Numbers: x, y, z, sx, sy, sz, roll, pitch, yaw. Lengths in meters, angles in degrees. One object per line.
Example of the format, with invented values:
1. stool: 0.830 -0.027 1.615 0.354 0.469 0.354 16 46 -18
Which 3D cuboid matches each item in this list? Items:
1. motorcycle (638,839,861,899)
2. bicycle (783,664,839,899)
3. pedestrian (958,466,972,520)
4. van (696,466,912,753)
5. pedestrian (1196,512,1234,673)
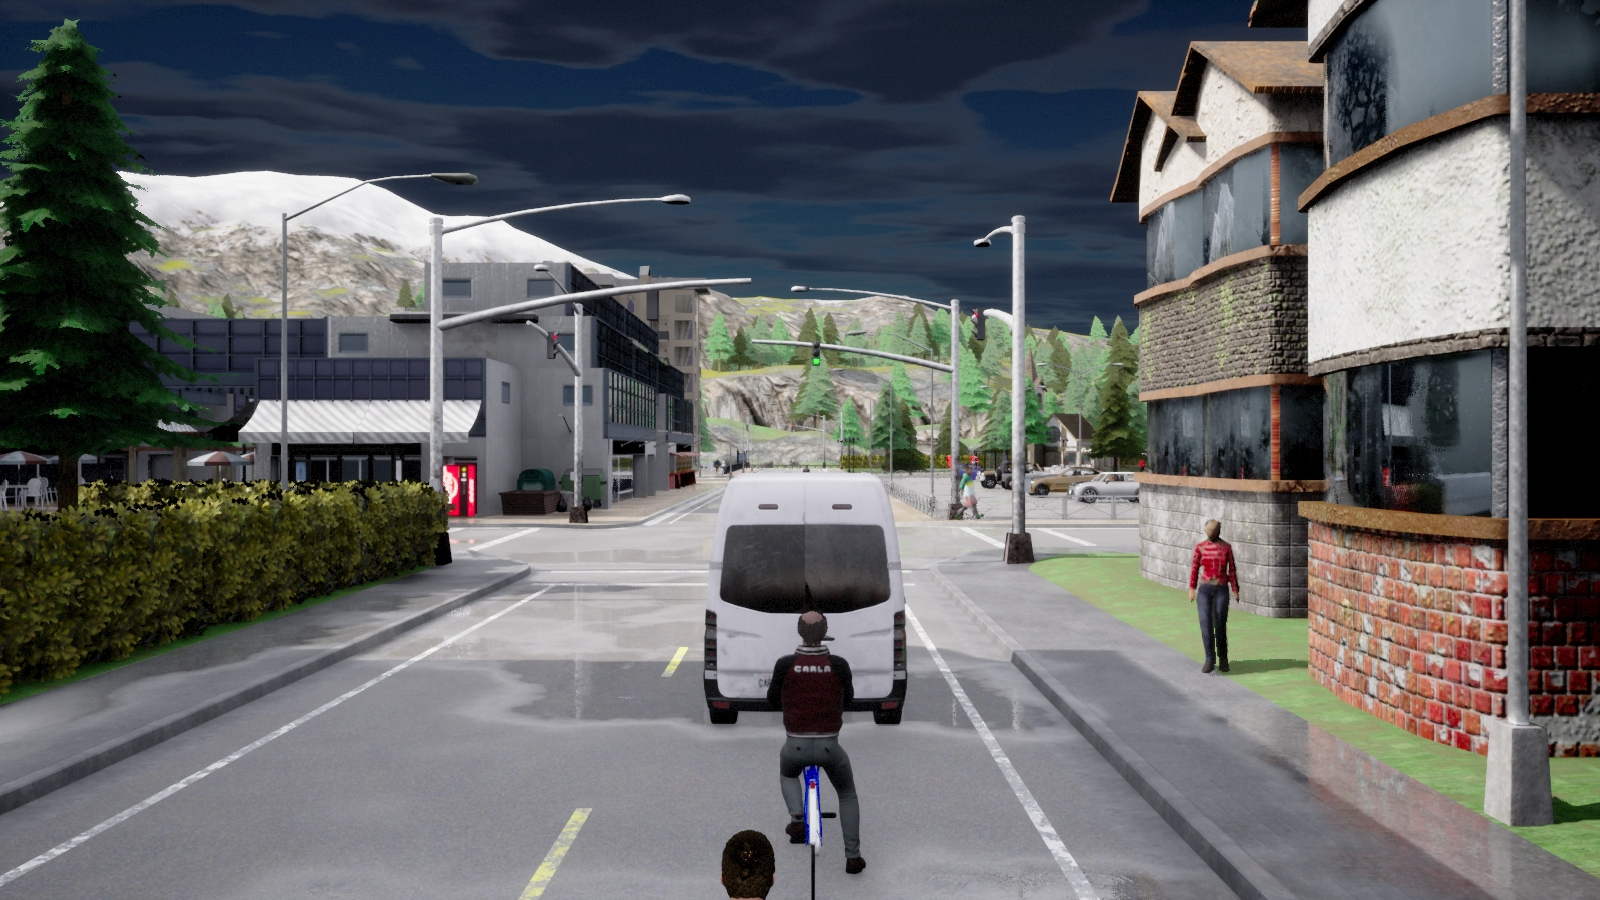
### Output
1. motorcycle: -0.197 2.193 3.730 0.803 1.145 2.033 0 0 2
2. bicycle: 0.065 2.190 7.648 0.329 1.171 1.835 0 0 0
3. pedestrian: 5.769 1.500 39.950 0.375 1.860 0.375 0 0 25
4. van: 0.063 1.515 13.505 1.988 2.561 5.915 0 0 1
5. pedestrian: 4.940 1.677 13.597 0.375 1.860 0.375 0 0 29
